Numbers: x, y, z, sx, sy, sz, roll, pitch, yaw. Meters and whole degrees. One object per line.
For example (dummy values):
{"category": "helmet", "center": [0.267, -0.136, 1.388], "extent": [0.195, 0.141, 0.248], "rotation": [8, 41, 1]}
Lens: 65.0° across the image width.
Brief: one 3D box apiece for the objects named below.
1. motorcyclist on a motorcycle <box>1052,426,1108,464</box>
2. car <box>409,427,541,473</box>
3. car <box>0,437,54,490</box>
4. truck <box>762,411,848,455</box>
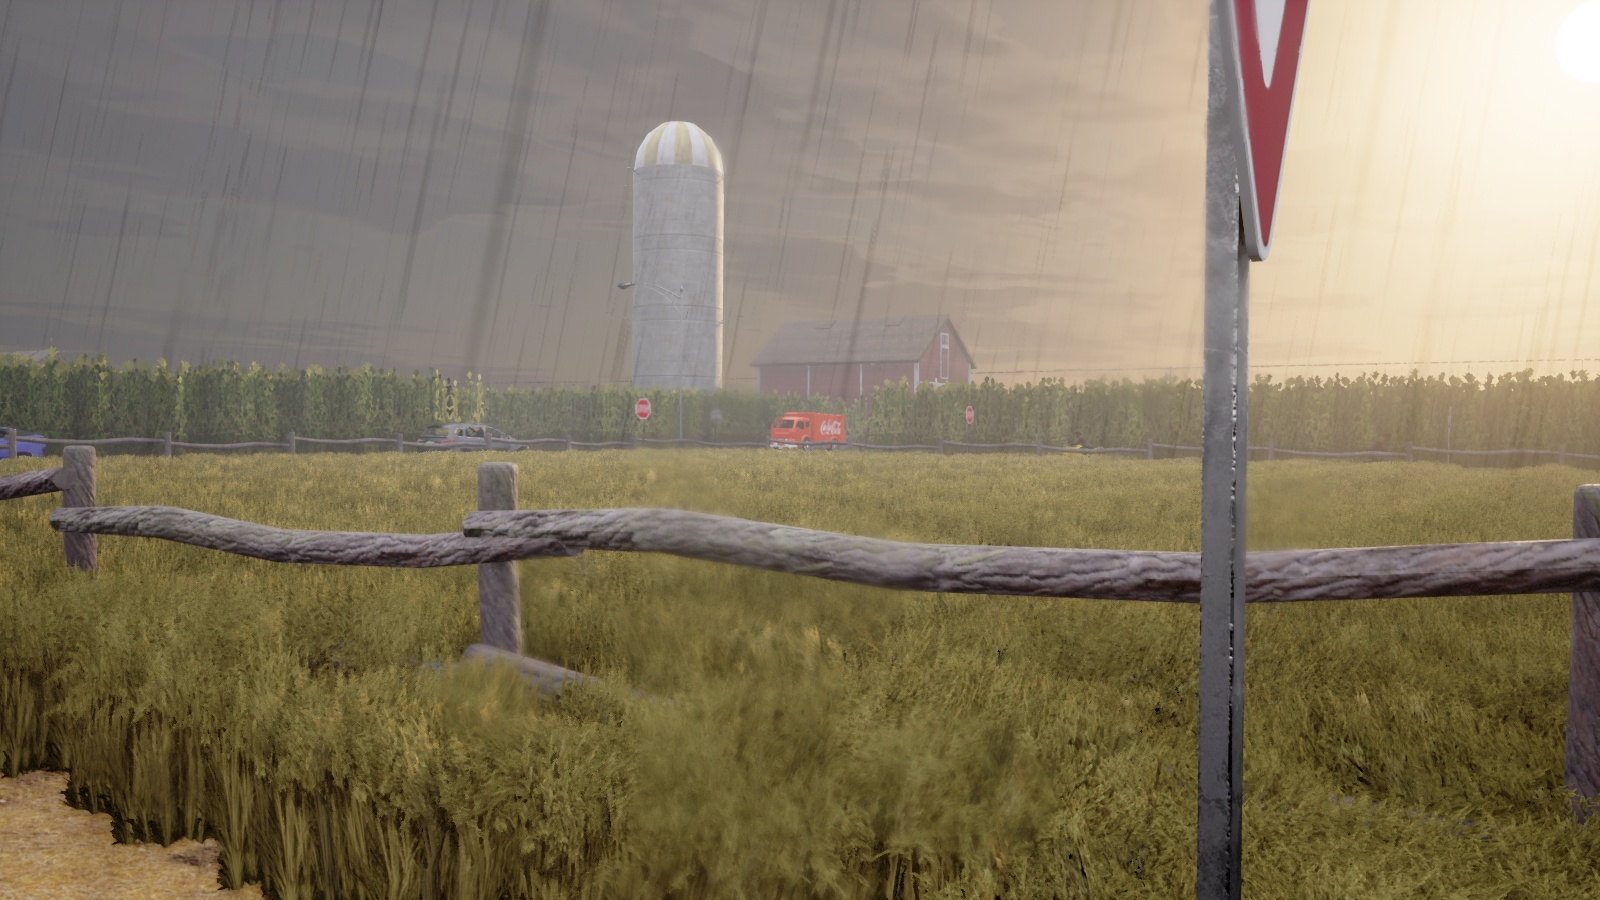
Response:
{"category": "motorcyclist on a motorcycle", "center": [11.337, -0.205, 50.891], "extent": [2.044, 1.523, 0.797], "rotation": [1, 1, 34]}
{"category": "car", "center": [-12.565, -0.048, 48.863], "extent": [2.242, 1.667, 4.611], "rotation": [0, 1, 34]}
{"category": "car", "center": [-24.560, 0.401, 36.509], "extent": [2.007, 1.525, 4.514], "rotation": [0, 1, 34]}
{"category": "truck", "center": [0.341, -0.952, 73.729], "extent": [2.627, 2.467, 5.204], "rotation": [0, 0, 34]}
